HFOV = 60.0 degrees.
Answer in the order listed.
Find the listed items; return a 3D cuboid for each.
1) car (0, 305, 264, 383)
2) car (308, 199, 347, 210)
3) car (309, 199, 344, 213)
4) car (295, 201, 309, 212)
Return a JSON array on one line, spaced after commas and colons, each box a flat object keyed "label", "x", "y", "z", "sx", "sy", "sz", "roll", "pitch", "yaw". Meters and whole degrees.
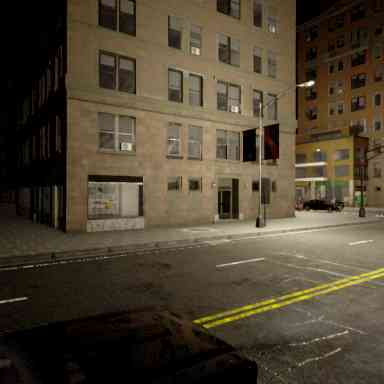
[{"label": "car", "x": -1.700, "y": 1.601, "z": 2.230, "sx": 4.718, "sy": 1.301, "sz": 1.895, "roll": 0, "pitch": 0, "yaw": -35}, {"label": "car", "x": 17.405, "y": 1.576, "z": 42.947, "sx": 1.947, "sy": 1.339, "sz": 4.313, "roll": 0, "pitch": 0, "yaw": -35}, {"label": "car", "x": 14.563, "y": 1.516, "z": 37.435, "sx": 1.812, "sy": 1.442, "sz": 4.674, "roll": 0, "pitch": 0, "yaw": -35}, {"label": "car", "x": 10.828, "y": 1.420, "z": 38.350, "sx": 1.967, "sy": 1.590, "sz": 4.097, "roll": 0, "pitch": 0, "yaw": -35}]
